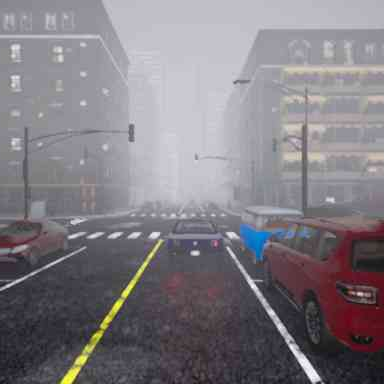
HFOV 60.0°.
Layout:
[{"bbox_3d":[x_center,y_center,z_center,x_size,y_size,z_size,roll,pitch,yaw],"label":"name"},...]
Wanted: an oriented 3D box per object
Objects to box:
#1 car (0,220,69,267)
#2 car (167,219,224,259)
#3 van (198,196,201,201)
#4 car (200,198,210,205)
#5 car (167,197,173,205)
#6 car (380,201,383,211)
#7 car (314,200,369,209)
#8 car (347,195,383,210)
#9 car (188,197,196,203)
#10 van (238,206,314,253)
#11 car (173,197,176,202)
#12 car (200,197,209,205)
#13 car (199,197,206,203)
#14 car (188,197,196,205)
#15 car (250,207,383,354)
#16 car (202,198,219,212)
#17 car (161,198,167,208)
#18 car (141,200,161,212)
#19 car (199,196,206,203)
[{"bbox_3d":[-5.695,1.659,11.684,1.802,1.307,4.206,0,0,0],"label":"car"},{"bbox_3d":[0.093,1.686,12.907,1.895,1.301,4.718,0,0,0],"label":"car"},{"bbox_3d":[2.688,1.793,66.170,1.690,1.788,3.998,0,0,0],"label":"van"},{"bbox_3d":[2.690,2.058,71.692,1.947,1.339,4.313,0,0,0],"label":"car"},{"bbox_3d":[-5.691,2.038,71.706,1.887,1.381,4.507,0,0,0],"label":"car"},{"bbox_3d":[15.786,1.498,22.841,4.313,1.339,1.947,-1,1,0],"label":"car"},{"bbox_3d":[10.647,1.566,25.295,4.181,1.385,1.994,-1,0,-3],"label":"car"},{"bbox_3d":[15.762,1.237,31.217,5.009,1.841,2.192,-1,1,0],"label":"car"},{"bbox_3d":[0.008,1.964,83.538,1.994,1.385,4.181,0,0,0],"label":"car"},{"bbox_3d":[2.684,1.418,11.683,1.690,1.788,3.998,0,0,0],"label":"van"},{"bbox_3d":[-5.690,2.156,82.752,1.802,1.307,4.206,0,0,0],"label":"car"},{"bbox_3d":[2.689,1.899,49.599,1.947,1.339,4.313,0,0,0],"label":"car"},{"bbox_3d":[2.691,2.141,88.432,1.752,1.417,4.829,-1,0,0],"label":"car"},{"bbox_3d":[0.006,2.034,73.114,2.033,1.411,5.357,0,0,0],"label":"car"},{"bbox_3d":[2.683,1.356,6.156,2.192,1.841,5.009,0,0,0],"label":"car"},{"bbox_3d":[2.688,1.877,44.076,1.802,1.307,4.206,0,0,0],"label":"car"},{"bbox_3d":[-5.692,1.939,55.135,1.947,1.339,4.313,0,0,0],"label":"car"},{"bbox_3d":[-5.693,1.861,44.088,1.947,1.339,4.313,0,0,0],"label":"car"},{"bbox_3d":[2.689,1.957,60.646,1.887,1.381,4.507,0,0,0],"label":"car"}]
